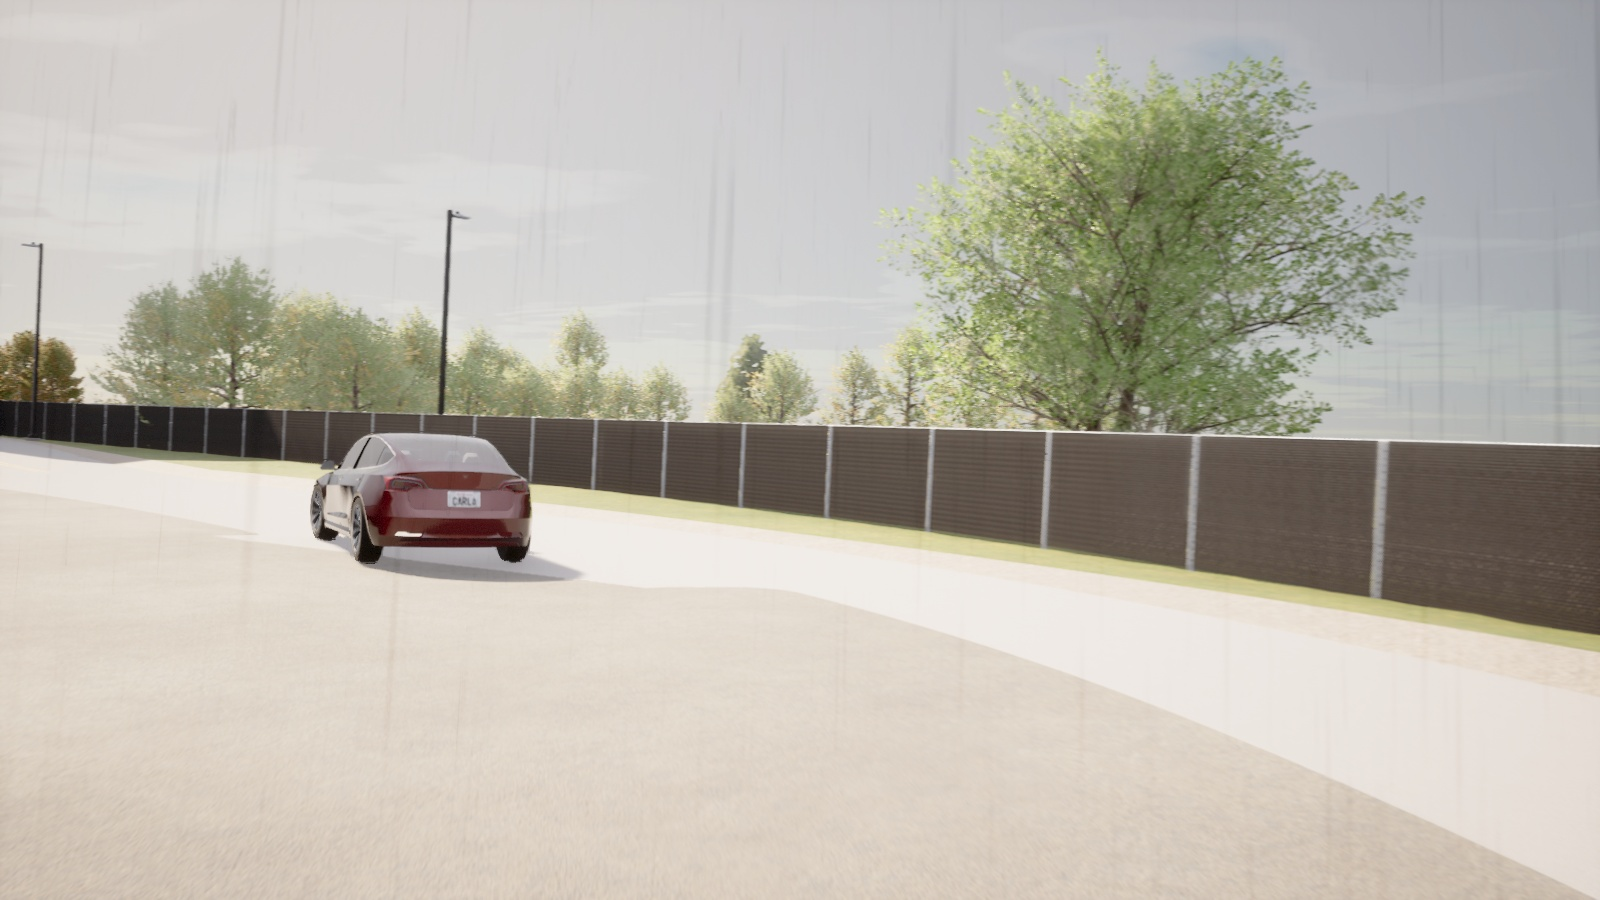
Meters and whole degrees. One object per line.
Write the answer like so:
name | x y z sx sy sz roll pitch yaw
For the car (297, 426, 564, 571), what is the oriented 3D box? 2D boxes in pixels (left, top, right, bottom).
car | -4.820 0.516 15.820 2.163 1.488 4.792 2 0 -29
